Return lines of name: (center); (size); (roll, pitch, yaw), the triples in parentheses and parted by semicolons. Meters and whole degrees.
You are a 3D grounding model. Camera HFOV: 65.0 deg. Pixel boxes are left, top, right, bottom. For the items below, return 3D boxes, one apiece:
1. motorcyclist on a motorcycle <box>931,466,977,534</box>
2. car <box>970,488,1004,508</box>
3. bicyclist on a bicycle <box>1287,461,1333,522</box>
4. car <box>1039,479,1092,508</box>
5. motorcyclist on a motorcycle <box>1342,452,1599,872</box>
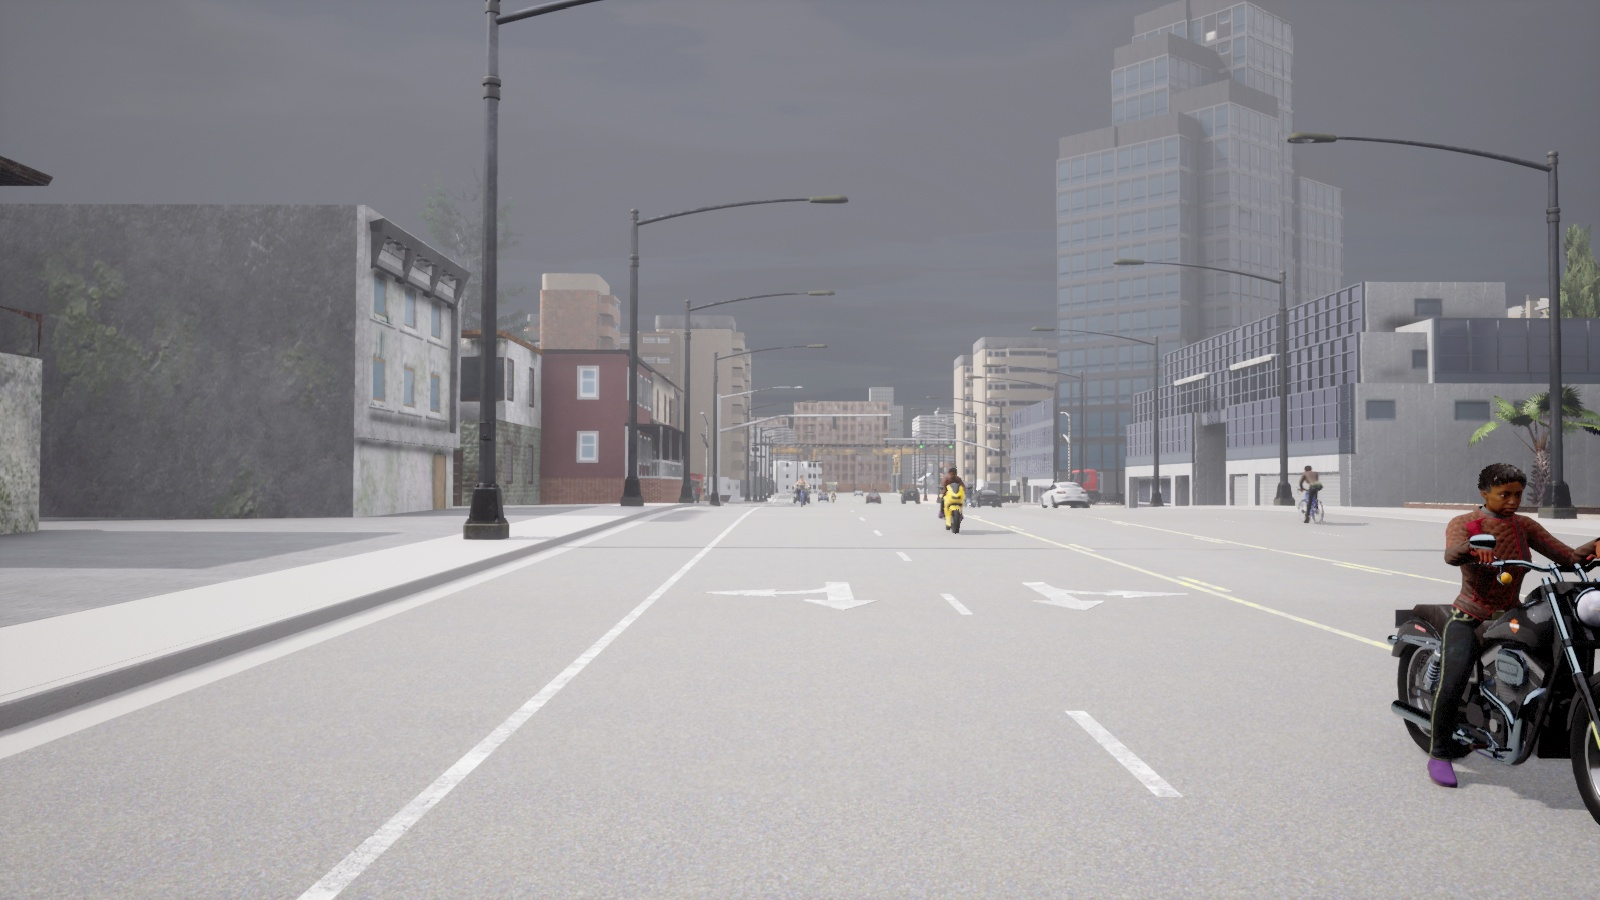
motorcyclist on a motorcycle: (3.555, 1.140, 29.141); (0.797, 1.523, 2.044); (0, -1, 0)
car: (14.164, 3.623, 95.500); (1.837, 1.490, 4.892); (0, -2, 0)
bicyclist on a bicycle: (14.063, 1.134, 34.659); (0.582, 1.620, 1.656); (0, -1, 0)
car: (14.116, 2.348, 67.037); (1.812, 1.442, 4.674); (0, -3, 0)
motorcyclist on a motorcycle: (3.520, 0.843, 6.085); (0.766, 1.649, 2.350); (0, -1, 0)
